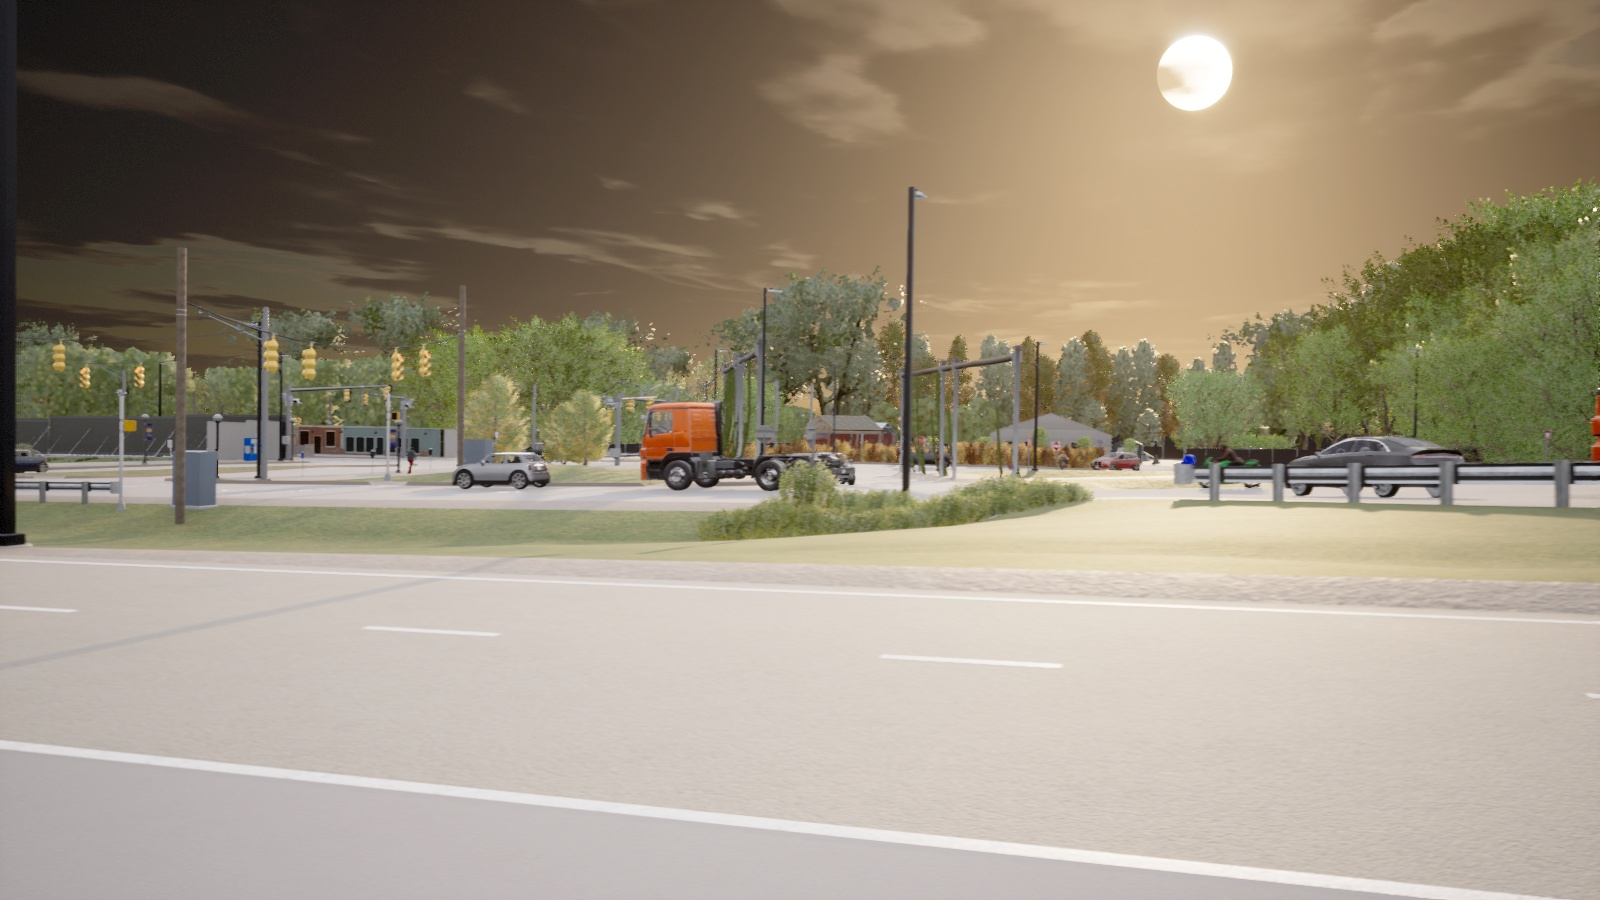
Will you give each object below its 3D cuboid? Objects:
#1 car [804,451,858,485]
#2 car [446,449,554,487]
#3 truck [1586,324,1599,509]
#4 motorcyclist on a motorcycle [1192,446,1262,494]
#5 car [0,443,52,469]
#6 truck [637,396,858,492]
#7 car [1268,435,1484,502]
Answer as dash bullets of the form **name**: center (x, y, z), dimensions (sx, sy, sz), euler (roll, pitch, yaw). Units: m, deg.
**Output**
- **car**: center (1.378, 0.827, 57.617), dimensions (1.970, 1.475, 3.806), euler (1, -1, -6)
- **car**: center (-12.284, 0.702, 51.482), dimensions (3.806, 1.475, 1.970), euler (0, 1, 18)
- **truck**: center (18.149, -0.683, 21.066), dimensions (2.891, 3.462, 7.936), euler (1, -2, -31)
- **motorcyclist on a motorcycle**: center (14.114, 0.661, 41.500), dimensions (2.044, 1.523, 0.797), euler (-1, -1, 29)
- **car**: center (-46.759, 0.328, 74.461), dimensions (1.970, 1.475, 3.806), euler (1, 1, 14)
- **truck**: center (-2.022, -0.227, 48.064), dimensions (7.936, 3.462, 2.891), euler (0, 1, 22)
- **car**: center (14.153, 0.493, 31.249), dimensions (2.128, 1.511, 4.902), euler (1, -2, -18)
